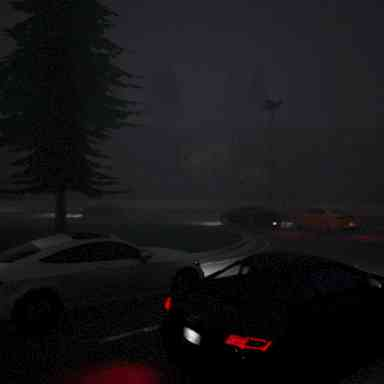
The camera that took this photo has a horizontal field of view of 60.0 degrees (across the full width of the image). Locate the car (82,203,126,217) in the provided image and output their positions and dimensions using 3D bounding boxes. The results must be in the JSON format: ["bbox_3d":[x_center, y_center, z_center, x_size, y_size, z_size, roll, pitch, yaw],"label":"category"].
[{"bbox_3d":[-8.630,1.673,32.662,4.181,1.385,1.994,1,0,-12],"label":"car"}]

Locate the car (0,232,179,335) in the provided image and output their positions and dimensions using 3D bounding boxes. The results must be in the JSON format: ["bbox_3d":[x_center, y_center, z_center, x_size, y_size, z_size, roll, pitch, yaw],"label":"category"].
[{"bbox_3d":[-1.902,1.547,6.720,4.674,1.442,1.812,1,-1,-37],"label":"car"}]

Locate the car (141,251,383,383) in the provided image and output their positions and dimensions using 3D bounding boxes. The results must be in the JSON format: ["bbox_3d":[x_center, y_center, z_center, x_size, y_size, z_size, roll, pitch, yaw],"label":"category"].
[{"bbox_3d":[1.617,1.602,4.909,4.181,1.385,1.994,1,0,-36],"label":"car"}]

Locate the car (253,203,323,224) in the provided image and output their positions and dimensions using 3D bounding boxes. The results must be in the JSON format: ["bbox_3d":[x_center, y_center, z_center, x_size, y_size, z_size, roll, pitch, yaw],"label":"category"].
[{"bbox_3d":[8.038,1.761,28.280,2.033,1.411,5.357,1,-1,-43],"label":"car"}]

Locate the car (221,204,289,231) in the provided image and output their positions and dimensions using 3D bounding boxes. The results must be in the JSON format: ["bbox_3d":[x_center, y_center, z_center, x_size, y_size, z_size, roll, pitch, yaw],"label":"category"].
[{"bbox_3d":[3.806,1.653,22.228,1.837,1.490,4.892,3,-2,-29],"label":"car"}]

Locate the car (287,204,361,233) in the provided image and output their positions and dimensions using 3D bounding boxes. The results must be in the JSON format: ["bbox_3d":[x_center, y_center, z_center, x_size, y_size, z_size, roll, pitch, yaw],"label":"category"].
[{"bbox_3d":[8.291,1.654,21.024,1.882,1.535,5.008,1,-1,-15],"label":"car"}]
